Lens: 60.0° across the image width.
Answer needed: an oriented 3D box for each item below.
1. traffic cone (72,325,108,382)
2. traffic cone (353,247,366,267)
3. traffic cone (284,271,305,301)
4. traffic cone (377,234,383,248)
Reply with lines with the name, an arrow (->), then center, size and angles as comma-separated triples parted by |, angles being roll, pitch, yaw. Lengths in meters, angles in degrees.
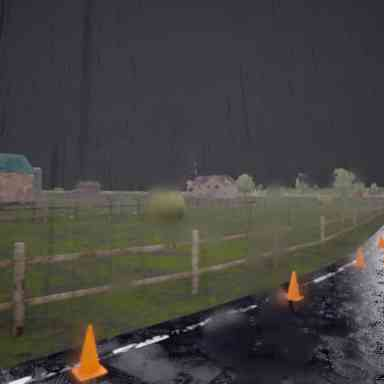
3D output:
traffic cone -> -1.291, 1.984, 4.211 | 0.340, 0.580, 0.340 | 1, -1, -39
traffic cone -> 5.482, 2.100, 10.859 | 0.340, 0.580, 0.340 | 0, -1, 40
traffic cone -> 2.262, 2.044, 7.366 | 0.340, 0.580, 0.340 | 1, -1, -44
traffic cone -> 8.340, 2.151, 14.654 | 0.340, 0.580, 0.340 | 0, -1, 34
